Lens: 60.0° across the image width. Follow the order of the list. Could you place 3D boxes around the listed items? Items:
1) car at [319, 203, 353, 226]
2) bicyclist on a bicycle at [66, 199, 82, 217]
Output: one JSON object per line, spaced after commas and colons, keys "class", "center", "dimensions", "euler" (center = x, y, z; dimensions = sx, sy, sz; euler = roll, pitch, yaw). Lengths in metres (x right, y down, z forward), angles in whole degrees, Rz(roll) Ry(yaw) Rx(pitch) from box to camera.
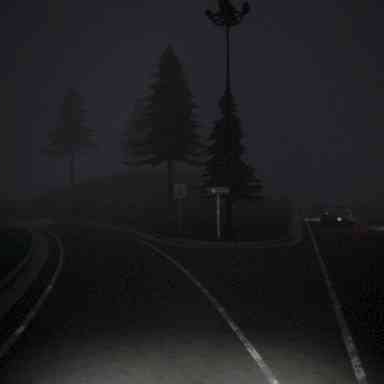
{"class": "car", "center": [9.977, 1.483, 23.171], "dimensions": [1.812, 1.442, 4.674], "euler": [0, 0, 17]}
{"class": "bicyclist on a bicycle", "center": [-10.508, 1.423, 29.744], "dimensions": [0.582, 1.620, 1.656], "euler": [0, 0, 35]}
